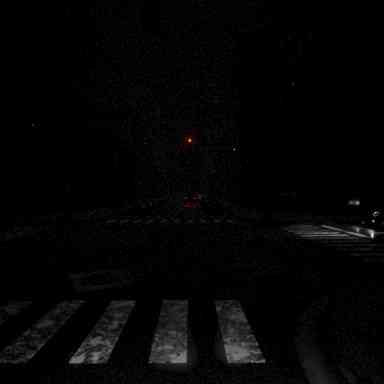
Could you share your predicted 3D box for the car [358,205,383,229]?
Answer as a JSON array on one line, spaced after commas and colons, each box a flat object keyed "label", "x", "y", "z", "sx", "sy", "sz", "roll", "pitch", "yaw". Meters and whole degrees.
[{"label": "car", "x": 12.893, "y": 1.305, "z": 20.689, "sx": 4.553, "sy": 1.767, "sz": 2.097, "roll": 0, "pitch": 0, "yaw": 0}]

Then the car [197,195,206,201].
[{"label": "car", "x": 2.423, "y": 1.600, "z": 85.774, "sx": 1.967, "sy": 1.590, "sz": 4.097, "roll": 0, "pitch": 0, "yaw": 0}]

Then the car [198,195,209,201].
[{"label": "car", "x": 2.372, "y": 1.637, "z": 52.709, "sx": 1.947, "sy": 1.339, "sz": 4.313, "roll": 0, "pitch": 0, "yaw": 0}]

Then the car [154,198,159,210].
[{"label": "car", "x": -5.669, "y": 1.489, "z": 41.700, "sx": 1.967, "sy": 1.590, "sz": 4.097, "roll": 0, "pitch": 0, "yaw": 0}]

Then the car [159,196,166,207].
[{"label": "car", "x": -5.653, "y": 1.653, "z": 52.721, "sx": 1.802, "sy": 1.307, "sz": 4.206, "roll": 0, "pitch": 0, "yaw": 0}]

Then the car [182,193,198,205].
[{"label": "car", "x": -0.248, "y": 1.317, "z": 63.358, "sx": 2.150, "sy": 2.045, "sz": 5.566, "roll": 0, "pitch": 0, "yaw": 0}]

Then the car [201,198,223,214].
[{"label": "car", "x": 2.347, "y": 1.606, "z": 36.176, "sx": 1.947, "sy": 1.339, "sz": 4.313, "roll": 0, "pitch": 0, "yaw": 0}]

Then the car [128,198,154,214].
[{"label": "car", "x": -5.678, "y": 1.480, "z": 36.189, "sx": 1.967, "sy": 1.590, "sz": 4.097, "roll": 0, "pitch": 0, "yaw": 0}]

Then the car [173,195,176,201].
[{"label": "car", "x": -5.611, "y": 1.694, "z": 80.275, "sx": 2.008, "sy": 1.369, "sz": 4.403, "roll": 0, "pitch": 0, "yaw": 0}]

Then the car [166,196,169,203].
[{"label": "car", "x": -5.644, "y": 1.634, "z": 58.232, "sx": 2.008, "sy": 1.369, "sz": 4.403, "roll": 0, "pitch": 0, "yaw": 0}]

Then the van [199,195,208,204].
[{"label": "van", "x": 2.397, "y": 1.453, "z": 69.241, "sx": 1.690, "sy": 1.788, "sz": 3.998, "roll": 0, "pitch": 0, "yaw": 0}]

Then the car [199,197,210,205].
[{"label": "car", "x": 2.389, "y": 1.647, "z": 63.730, "sx": 2.008, "sy": 1.369, "sz": 4.403, "roll": 0, "pitch": 0, "yaw": 0}]

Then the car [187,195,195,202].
[{"label": "car", "x": -0.232, "y": 1.480, "z": 73.713, "sx": 1.812, "sy": 1.442, "sz": 4.674, "roll": 0, "pitch": 0, "yaw": 0}]

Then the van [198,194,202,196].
[{"label": "van", "x": 2.381, "y": 1.424, "z": 58.220, "sx": 1.690, "sy": 1.788, "sz": 3.998, "roll": 0, "pitch": 0, "yaw": 0}]

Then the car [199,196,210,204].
[{"label": "car", "x": 2.364, "y": 1.641, "z": 47.199, "sx": 1.802, "sy": 1.307, "sz": 4.206, "roll": 0, "pitch": 0, "yaw": 0}]

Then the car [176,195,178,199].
[{"label": "car", "x": -5.593, "y": 1.720, "z": 91.297, "sx": 1.887, "sy": 1.381, "sz": 4.507, "roll": 0, "pitch": 0, "yaw": 0}]

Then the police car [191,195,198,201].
[{"label": "police car", "x": 0.618, "y": 1.598, "z": 90.257, "sx": 1.930, "sy": 1.638, "sz": 5.238, "roll": 0, "pitch": 0, "yaw": 0}]

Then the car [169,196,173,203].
[{"label": "car", "x": -5.628, "y": 1.552, "z": 69.253, "sx": 1.967, "sy": 1.590, "sz": 4.097, "roll": 0, "pitch": 0, "yaw": 0}]
